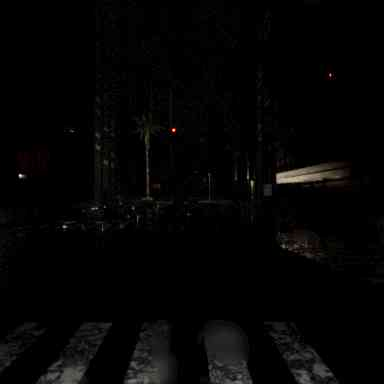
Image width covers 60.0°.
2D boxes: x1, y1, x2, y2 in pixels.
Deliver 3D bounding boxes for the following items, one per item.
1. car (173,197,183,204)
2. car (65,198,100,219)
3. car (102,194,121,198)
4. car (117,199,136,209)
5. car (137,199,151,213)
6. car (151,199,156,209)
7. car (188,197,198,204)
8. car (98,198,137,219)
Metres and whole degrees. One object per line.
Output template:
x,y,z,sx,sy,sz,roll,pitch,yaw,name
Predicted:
-2.976,1.790,69.857,1.994,1.385,4.181,0,0,0,car
-9.775,1.543,29.915,1.882,1.535,5.008,0,0,0,car
-9.756,1.319,39.861,2.150,2.045,5.566,0,0,0,car
-9.714,1.701,49.822,1.994,1.385,4.181,0,0,0,car
-6.505,1.587,39.117,2.128,1.511,4.902,0,0,0,car
-6.471,1.735,49.005,1.895,1.301,4.718,0,0,1,car
0.274,1.791,69.874,1.994,1.385,4.181,0,0,0,car
-6.529,1.543,29.649,1.882,1.535,5.008,0,0,0,car
